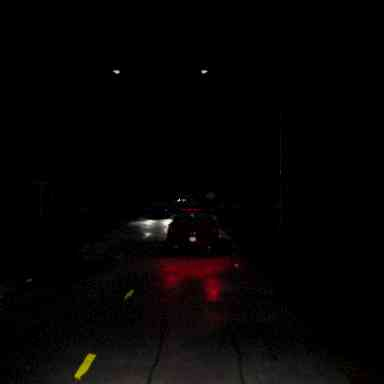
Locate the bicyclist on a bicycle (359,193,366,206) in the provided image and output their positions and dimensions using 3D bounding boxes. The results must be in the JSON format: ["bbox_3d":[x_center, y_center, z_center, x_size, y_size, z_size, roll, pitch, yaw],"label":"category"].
[{"bbox_3d":[22.836,1.021,44.649,0.582,1.620,1.656,-1,0,0],"label":"bicyclist on a bicycle"}]

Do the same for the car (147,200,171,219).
[{"bbox_3d":[-2.809,1.485,29.617,1.882,1.535,5.008,0,0,1],"label":"car"}]

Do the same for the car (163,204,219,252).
[{"bbox_3d":[0.049,1.477,13.907,1.882,1.535,5.008,0,0,0],"label":"car"}]

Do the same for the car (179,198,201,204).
[{"bbox_3d":[0.035,1.511,27.381,1.837,1.490,4.892,0,0,0],"label":"car"}]
